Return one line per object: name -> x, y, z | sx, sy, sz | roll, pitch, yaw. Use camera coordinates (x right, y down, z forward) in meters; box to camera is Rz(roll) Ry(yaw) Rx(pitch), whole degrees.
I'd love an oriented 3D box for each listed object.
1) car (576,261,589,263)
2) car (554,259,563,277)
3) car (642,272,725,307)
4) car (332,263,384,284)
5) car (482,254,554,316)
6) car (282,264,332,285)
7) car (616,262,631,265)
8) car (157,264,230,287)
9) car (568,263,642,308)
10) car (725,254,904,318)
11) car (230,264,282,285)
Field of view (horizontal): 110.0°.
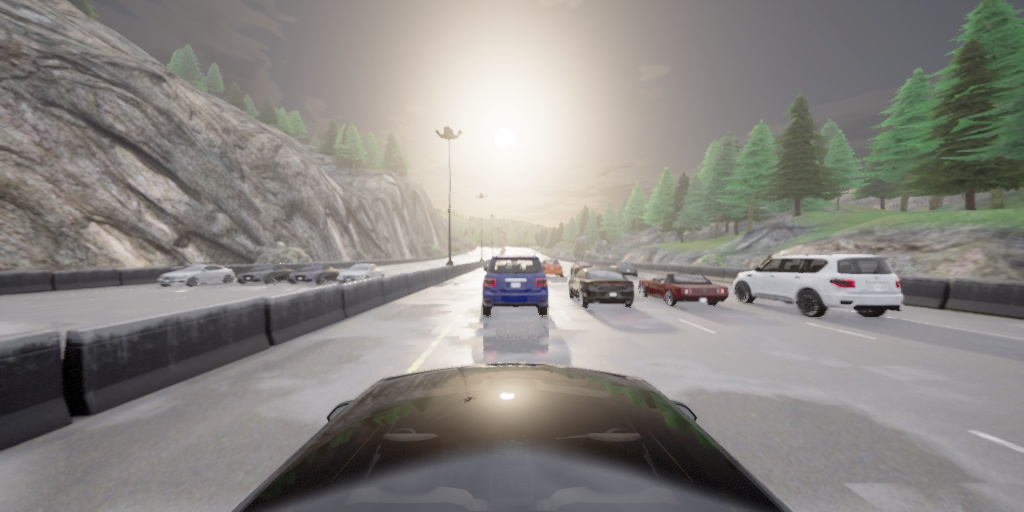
car -> 7.106, 1.253, 36.284 | 1.812, 1.442, 4.674 | 0, 0, 0
car -> 3.605, 1.080, 34.564 | 2.097, 1.767, 4.553 | 0, 0, 0
car -> 7.102, 1.342, 15.526 | 1.895, 1.301, 4.718 | 0, 0, 0
car -> -10.594, 1.260, 25.515 | 1.812, 1.442, 4.674 | 0, 0, 0
car -> 0.092, 0.963, 13.407 | 2.150, 2.045, 5.566 | 0, 0, 0
car -> -14.093, 1.298, 25.844 | 1.994, 1.385, 4.181 | 0, 0, 0
car -> 10.606, 1.292, 34.731 | 1.994, 1.385, 4.181 | 0, 0, 0
car -> -21.094, 1.260, 24.248 | 1.812, 1.442, 4.674 | 0, 0, 0
car -> 3.602, 1.219, 15.227 | 1.882, 1.535, 5.008 | 0, 0, 0
car -> 10.602, 0.964, 13.079 | 2.150, 2.045, 5.566 | 0, 0, 0
car -> -17.593, 1.298, 25.895 | 1.994, 1.385, 4.181 | 0, 0, 0
